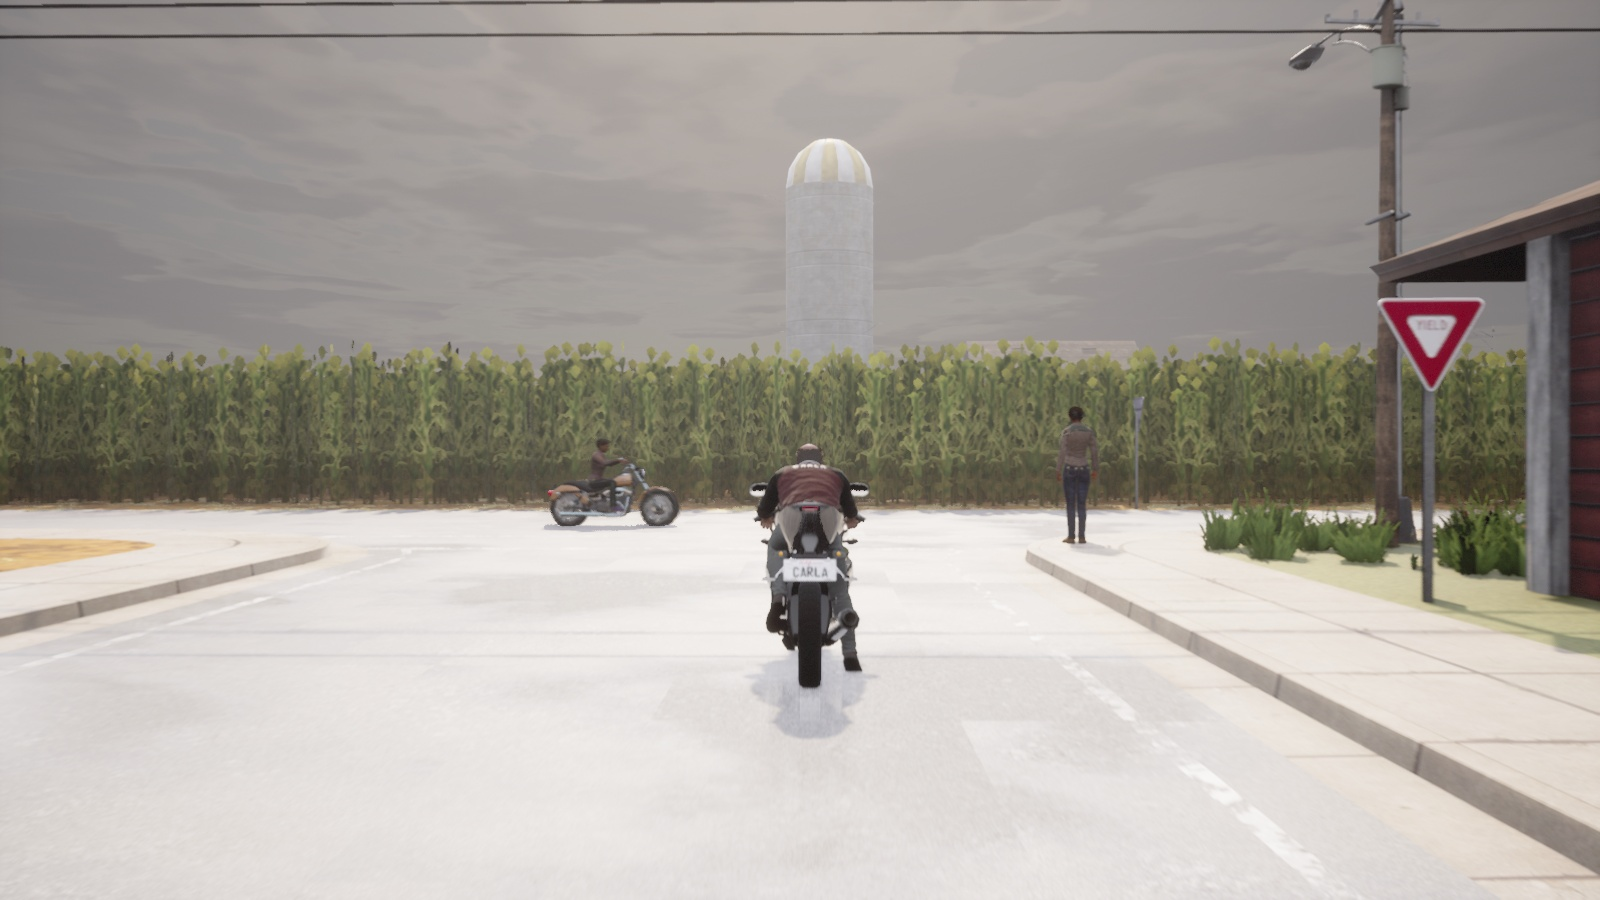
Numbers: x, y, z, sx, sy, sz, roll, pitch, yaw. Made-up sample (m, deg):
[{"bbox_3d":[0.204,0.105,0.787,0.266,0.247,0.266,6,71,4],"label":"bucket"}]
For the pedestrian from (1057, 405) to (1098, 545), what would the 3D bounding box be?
[{"bbox_3d":[3.655,0.318,16.595,0.328,1.805,0.869,0,0,-2],"label":"pedestrian"}]

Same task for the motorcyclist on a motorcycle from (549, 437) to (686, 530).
[{"bbox_3d":[-3.280,0.589,22.656,2.350,1.649,0.766,0,0,1],"label":"motorcyclist on a motorcycle"}]

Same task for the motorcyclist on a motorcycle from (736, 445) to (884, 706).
[{"bbox_3d":[0.064,0.734,8.481,0.866,1.530,2.191,0,0,0],"label":"motorcyclist on a motorcycle"}]
